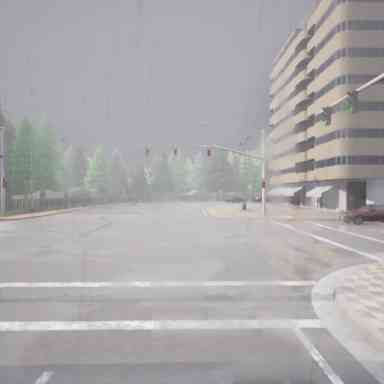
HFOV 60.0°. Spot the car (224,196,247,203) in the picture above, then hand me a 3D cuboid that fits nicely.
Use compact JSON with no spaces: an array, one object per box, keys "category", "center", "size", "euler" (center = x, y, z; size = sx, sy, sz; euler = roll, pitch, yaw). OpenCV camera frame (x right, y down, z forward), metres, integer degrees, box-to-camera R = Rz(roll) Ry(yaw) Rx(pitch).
[{"category":"car","center":[8.903,1.533,68.136],"size":[5.357,1.411,2.033],"euler":[0,0,-38]}]

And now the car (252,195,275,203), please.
[{"category":"car","center":[14.216,1.511,67.838],"size":[4.674,1.442,1.812],"euler":[0,0,-34]}]

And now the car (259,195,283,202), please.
[{"category":"car","center":[17.568,1.510,73.739],"size":[4.902,1.511,2.128],"euler":[0,0,-23]}]

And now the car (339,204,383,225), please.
[{"category":"car","center":[13.172,1.576,24.090],"size":[4.674,1.442,1.812],"euler":[0,0,-1]}]
